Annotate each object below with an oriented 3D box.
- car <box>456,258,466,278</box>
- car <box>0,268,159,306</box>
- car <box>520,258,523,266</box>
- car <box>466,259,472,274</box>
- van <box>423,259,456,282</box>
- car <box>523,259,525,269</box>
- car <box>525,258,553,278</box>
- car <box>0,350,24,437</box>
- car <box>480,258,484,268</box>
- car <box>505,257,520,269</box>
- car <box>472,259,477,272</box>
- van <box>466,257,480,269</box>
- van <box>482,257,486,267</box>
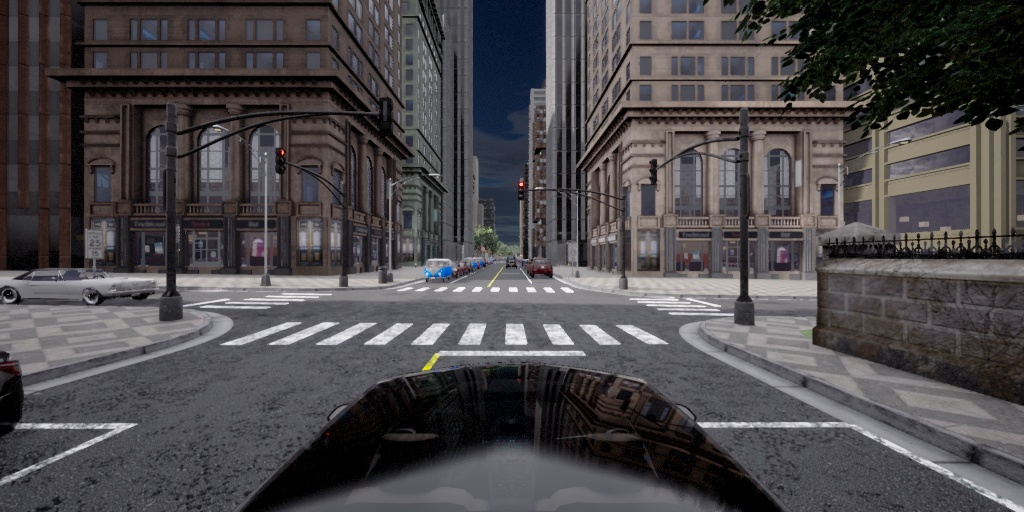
[{"bbox_3d":[-5.826,1.210,33.875,1.967,1.591,4.097,0,0,0],"label":"car"},{"bbox_3d":[-16.565,1.120,13.679,4.718,1.301,1.895,1,0,0],"label":"car"},{"bbox_3d":[2.656,1.353,55.663,2.007,1.370,4.403,0,0,0],"label":"car"},{"bbox_3d":[-5.837,1.323,39.316,1.888,1.381,4.507,0,0,0],"label":"car"},{"bbox_3d":[-5.816,1.105,28.434,1.690,1.789,3.998,0,0,0],"label":"van"},{"bbox_3d":[2.688,1.092,39.341,2.192,1.841,5.009,0,0,0],"label":"car"},{"bbox_3d":[2.699,1.085,33.901,2.192,1.841,5.009,0,0,0],"label":"car"},{"bbox_3d":[-5.763,1.316,1.777,1.948,1.339,4.313,0,0,0],"label":"car"},{"bbox_3d":[-5.870,1.347,55.640,1.888,1.381,4.507,0,0,0],"label":"car"},{"bbox_3d":[-0.063,1.313,59.091,1.837,1.490,4.892,0,0,1],"label":"car"},{"bbox_3d":[-5.848,1.351,44.757,1.948,1.339,4.313,0,0,0],"label":"car"},{"bbox_3d":[-5.859,1.135,50.198,1.690,1.789,3.998,0,0,0],"label":"van"},{"bbox_3d":[-5.881,1.151,61.081,1.690,1.789,3.998,0,0,0],"label":"van"}]
